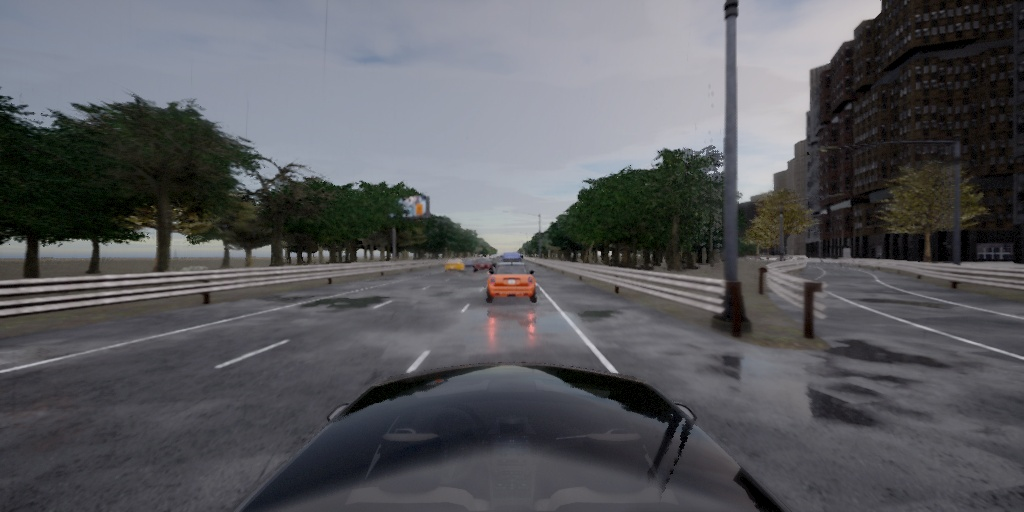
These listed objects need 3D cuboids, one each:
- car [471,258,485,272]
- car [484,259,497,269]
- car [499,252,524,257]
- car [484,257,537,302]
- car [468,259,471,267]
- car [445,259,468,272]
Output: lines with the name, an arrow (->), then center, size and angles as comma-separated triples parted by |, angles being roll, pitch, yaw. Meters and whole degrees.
car -> -3.524, 1.064, 44.699 | 2.097, 1.767, 4.553 | 0, 0, 0
car -> -3.504, 1.213, 58.462 | 1.837, 1.490, 4.892 | 0, 0, 1
car -> -0.028, 0.666, 34.483 | 2.150, 2.045, 5.566 | 0, 10, 0
car -> -0.012, 1.073, 16.885 | 2.097, 1.767, 4.553 | 0, 0, 0
car -> -6.993, 1.268, 60.582 | 1.994, 1.385, 4.181 | 0, 0, 0
car -> -7.022, 1.190, 44.646 | 1.882, 1.535, 5.008 | 0, 0, 0
